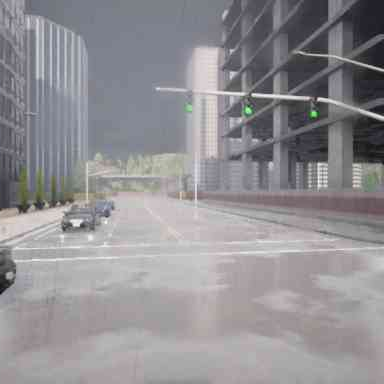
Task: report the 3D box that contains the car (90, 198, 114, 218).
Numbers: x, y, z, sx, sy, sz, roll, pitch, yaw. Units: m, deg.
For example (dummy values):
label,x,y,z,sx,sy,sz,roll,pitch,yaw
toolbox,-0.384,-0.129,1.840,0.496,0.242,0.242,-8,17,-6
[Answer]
label,x,y,z,sx,sy,sz,roll,pitch,yaw
car,-8.624,1.398,30.557,2.097,1.767,4.553,0,0,-10

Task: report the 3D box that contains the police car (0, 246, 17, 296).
label,x,y,z,sx,sy,sz,roll,pitch,yaw
police car,-6.107,1.426,6.025,5.238,1.638,1.930,0,0,-11

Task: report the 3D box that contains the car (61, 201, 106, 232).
label,x,y,z,sx,sy,sz,roll,pitch,yaw
car,-6.785,1.532,20.640,2.128,1.511,4.902,0,0,-10
